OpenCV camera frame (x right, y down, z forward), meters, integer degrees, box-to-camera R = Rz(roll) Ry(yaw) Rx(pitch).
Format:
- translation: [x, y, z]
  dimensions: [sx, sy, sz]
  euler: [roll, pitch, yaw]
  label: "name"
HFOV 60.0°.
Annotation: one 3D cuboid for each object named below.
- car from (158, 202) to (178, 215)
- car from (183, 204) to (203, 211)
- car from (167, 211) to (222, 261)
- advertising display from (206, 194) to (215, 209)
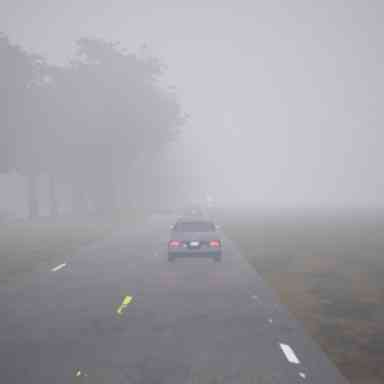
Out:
- translation: [-2.839, 1.903, 39.020]
  dimensions: [1.812, 1.442, 4.674]
  euler: [0, -1, 0]
  label: "car"
- translation: [0.099, 1.875, 33.279]
  dimensions: [1.994, 1.385, 4.181]
  euler: [0, -1, 0]
  label: "car"
- translation: [0.089, 1.657, 12.677]
  dimensions: [2.033, 1.411, 5.357]
  euler: [0, 0, 0]
  label: "car"
- translation: [3.149, 1.640, 56.581]
  dimensions: [1.540, 2.440, 0.280]
  euler: [1, 0, 0]
  label: "advertising display"
